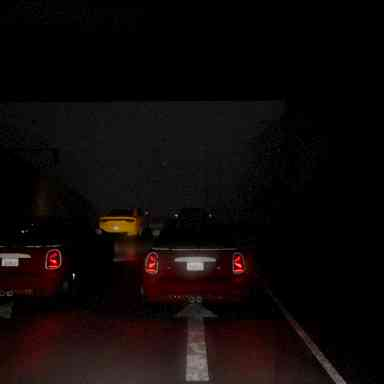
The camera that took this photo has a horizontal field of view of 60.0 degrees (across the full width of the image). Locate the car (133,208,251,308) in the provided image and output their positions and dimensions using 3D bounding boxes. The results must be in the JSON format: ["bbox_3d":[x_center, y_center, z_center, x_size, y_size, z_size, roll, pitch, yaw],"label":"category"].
[{"bbox_3d":[0.067,1.352,8.092,2.097,1.767,4.553,0,0,0],"label":"car"}]

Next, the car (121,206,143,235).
[{"bbox_3d":[-3.433,1.478,17.508,1.882,1.535,5.008,0,0,0],"label":"car"}]

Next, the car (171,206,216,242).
[{"bbox_3d":[0.068,1.547,17.618,2.033,1.411,5.357,0,0,0],"label":"car"}]

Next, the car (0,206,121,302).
[{"bbox_3d":[-3.428,1.352,8.419,2.097,1.767,4.553,0,0,0],"label":"car"}]
